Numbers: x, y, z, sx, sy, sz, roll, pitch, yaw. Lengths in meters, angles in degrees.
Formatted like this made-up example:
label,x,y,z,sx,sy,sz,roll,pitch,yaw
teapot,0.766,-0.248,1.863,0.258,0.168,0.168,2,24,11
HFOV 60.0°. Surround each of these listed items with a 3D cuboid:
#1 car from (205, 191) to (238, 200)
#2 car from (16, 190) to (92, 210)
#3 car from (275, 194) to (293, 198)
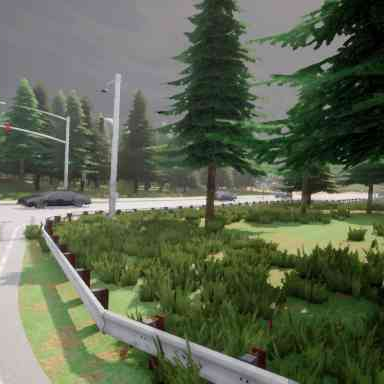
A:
label,x,y,z,sx,sy,sz,roll,pitch,yaw
car,3.921,0.539,43.094,2.033,1.411,5.357,5,3,38
car,-10.408,0.532,25.593,2.033,1.411,5.357,5,3,40
car,16.513,0.495,59.368,1.812,1.442,4.674,5,3,37
